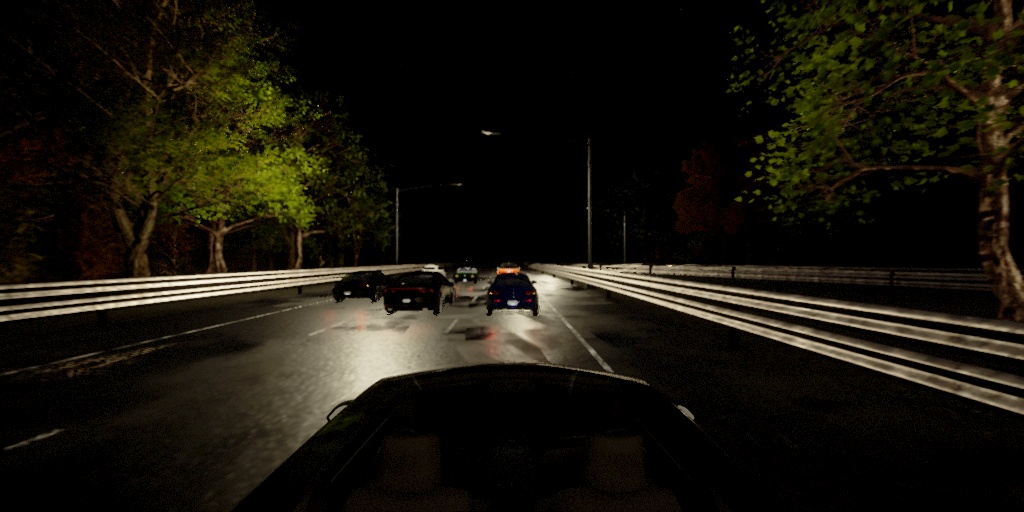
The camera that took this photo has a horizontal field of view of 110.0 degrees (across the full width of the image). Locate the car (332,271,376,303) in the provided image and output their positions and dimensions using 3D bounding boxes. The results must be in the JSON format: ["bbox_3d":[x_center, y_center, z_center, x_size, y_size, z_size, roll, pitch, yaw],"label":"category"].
[{"bbox_3d":[-7.035,1.430,17.569,1.812,1.442,4.674,0,-1,-1],"label":"car"}]

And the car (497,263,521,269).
[{"bbox_3d":[-0.288,1.403,31.769,2.097,1.767,4.553,0,-1,-1],"label":"car"}]

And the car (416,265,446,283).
[{"bbox_3d":[-7.314,1.592,32.979,1.812,1.442,4.674,0,-1,-1],"label":"car"}]

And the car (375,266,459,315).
[{"bbox_3d":[-3.498,1.349,14.297,1.882,1.535,5.008,0,-1,-1],"label":"car"}]

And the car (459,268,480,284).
[{"bbox_3d":[-3.756,1.639,30.456,1.895,1.301,4.718,0,-1,-1],"label":"car"}]

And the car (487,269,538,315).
[{"bbox_3d":[0.004,1.394,14.059,1.812,1.442,4.674,0,-1,-1],"label":"car"}]
